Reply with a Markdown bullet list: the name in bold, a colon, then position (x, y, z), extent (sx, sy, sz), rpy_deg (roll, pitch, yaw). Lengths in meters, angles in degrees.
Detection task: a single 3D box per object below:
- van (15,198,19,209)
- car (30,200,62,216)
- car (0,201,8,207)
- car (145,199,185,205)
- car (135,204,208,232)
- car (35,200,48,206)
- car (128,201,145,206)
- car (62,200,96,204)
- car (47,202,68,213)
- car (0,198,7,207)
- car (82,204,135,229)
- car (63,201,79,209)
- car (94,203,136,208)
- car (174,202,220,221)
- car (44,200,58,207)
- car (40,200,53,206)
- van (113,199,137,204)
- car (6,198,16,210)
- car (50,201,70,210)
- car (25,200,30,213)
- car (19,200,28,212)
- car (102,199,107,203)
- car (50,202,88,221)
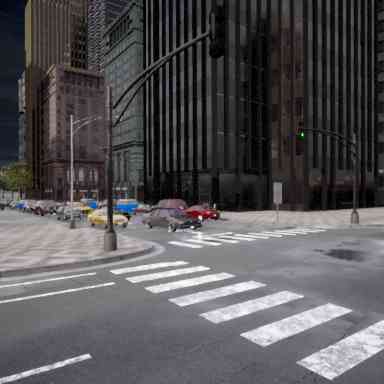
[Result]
- **van**: position (-26.181, 2.123, 52.419), extent (1.690, 1.788, 3.998), rpy_deg (-1, 0, -35)
- **car**: position (-17.679, 1.901, 40.480), extent (2.192, 1.841, 5.009), rpy_deg (-1, 0, -35)
- **car**: position (-44.426, 2.771, 78.045), extent (1.802, 1.307, 4.206), rpy_deg (-1, 0, -35)
- **car**: position (-2.336, 1.669, 33.646), extent (2.192, 1.841, 5.009), rpy_deg (-1, 0, -35)
- **car**: position (-1.529, 1.795, 22.414), extent (2.033, 1.411, 5.357), rpy_deg (0, -1, -36)
- **car**: position (-37.786, 2.711, 83.418), extent (2.008, 1.369, 4.403), rpy_deg (-1, 0, -35)
- **car**: position (-5.277, 2.005, 37.793), extent (1.802, 1.307, 4.206), rpy_deg (-1, 0, -35)
- **car**: position (-13.294, 2.001, 38.952), extent (1.882, 1.535, 5.008), rpy_deg (0, -1, -36)
- **car**: position (-19.252, 2.188, 47.393), extent (1.812, 1.442, 4.674), rpy_deg (0, -1, -35)
- **car**: position (-41.307, 2.667, 73.665), extent (1.887, 1.381, 4.507), rpy_deg (-1, 0, -35)
- **car**: position (-6.239, 1.843, 24.422), extent (1.752, 1.417, 4.829), rpy_deg (-1, 0, -35)
- **car**: position (-22.697, 2.407, 62.230), extent (1.802, 1.307, 4.206), rpy_deg (-1, 0, -35)
- **car**: position (-7.303, 1.984, 30.525), extent (1.895, 1.301, 4.718), rpy_deg (0, -1, -35)
- **car**: position (0.615, 1.829, 29.499), extent (1.887, 1.381, 4.507), rpy_deg (-1, 0, -35)
- **car**: position (-31.750, 2.596, 74.942), extent (1.947, 1.339, 4.313), rpy_deg (-1, 0, -35)
- **car**: position (-34.769, 2.661, 79.181), extent (1.947, 1.339, 4.313), rpy_deg (-1, 0, -35)
- **van**: position (-8.228, 1.833, 41.940), extent (1.690, 1.788, 3.998), rpy_deg (-1, 0, -35)
- **car**: position (-31.951, 2.354, 60.524), extent (1.967, 1.590, 4.097), rpy_deg (-1, 0, -35)
- **car**: position (-23.051, 2.341, 57.981), extent (2.033, 1.411, 5.357), rpy_deg (0, -1, -35)
- **car**: position (-20.508, 2.196, 44.460), extent (1.887, 1.381, 4.507), rpy_deg (-1, 0, -35)
- **car**: position (-23.344, 2.157, 48.439), extent (1.967, 1.590, 4.097), rpy_deg (-1, 0, -35)
- **car**: position (-11.175, 1.876, 46.087), extent (2.192, 1.841, 5.009), rpy_deg (-1, 0, -35)
- **car**: position (-12.005, 2.004, 32.520), extent (2.008, 1.369, 4.403), rpy_deg (-1, 0, -35)
